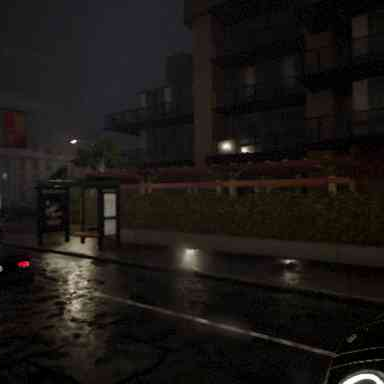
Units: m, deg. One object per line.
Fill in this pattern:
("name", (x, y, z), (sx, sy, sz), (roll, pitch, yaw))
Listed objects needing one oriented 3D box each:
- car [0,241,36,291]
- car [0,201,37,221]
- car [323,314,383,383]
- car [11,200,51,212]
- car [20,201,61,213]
("car", (-6.030, 1.659, 8.262), (5.357, 1.411, 2.033), (-1, 0, 36))
("car", (-16.324, 1.857, 31.509), (2.128, 1.511, 4.902), (-1, 0, 35))
("car", (3.094, 1.333, 1.796), (4.553, 1.767, 2.097), (-1, -1, 35))
("car", (-23.202, 2.021, 48.118), (1.882, 1.535, 5.008), (-1, 0, 35))
("car", (-20.704, 2.007, 45.576), (1.837, 1.490, 4.892), (-1, 0, 36))
